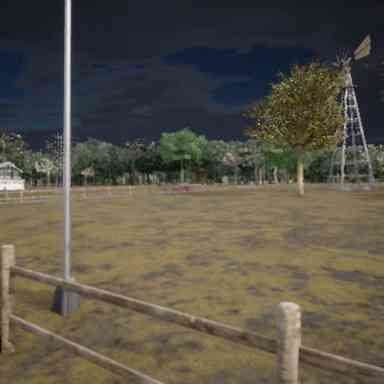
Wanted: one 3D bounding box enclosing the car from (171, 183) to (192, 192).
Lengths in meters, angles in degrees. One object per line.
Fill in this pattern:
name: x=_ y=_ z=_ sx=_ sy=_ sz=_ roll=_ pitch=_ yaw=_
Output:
car: x=-2.062 y=-0.857 z=63.220 sx=1.882 sy=1.535 sz=5.008 roll=-2 pitch=1 yaw=35
